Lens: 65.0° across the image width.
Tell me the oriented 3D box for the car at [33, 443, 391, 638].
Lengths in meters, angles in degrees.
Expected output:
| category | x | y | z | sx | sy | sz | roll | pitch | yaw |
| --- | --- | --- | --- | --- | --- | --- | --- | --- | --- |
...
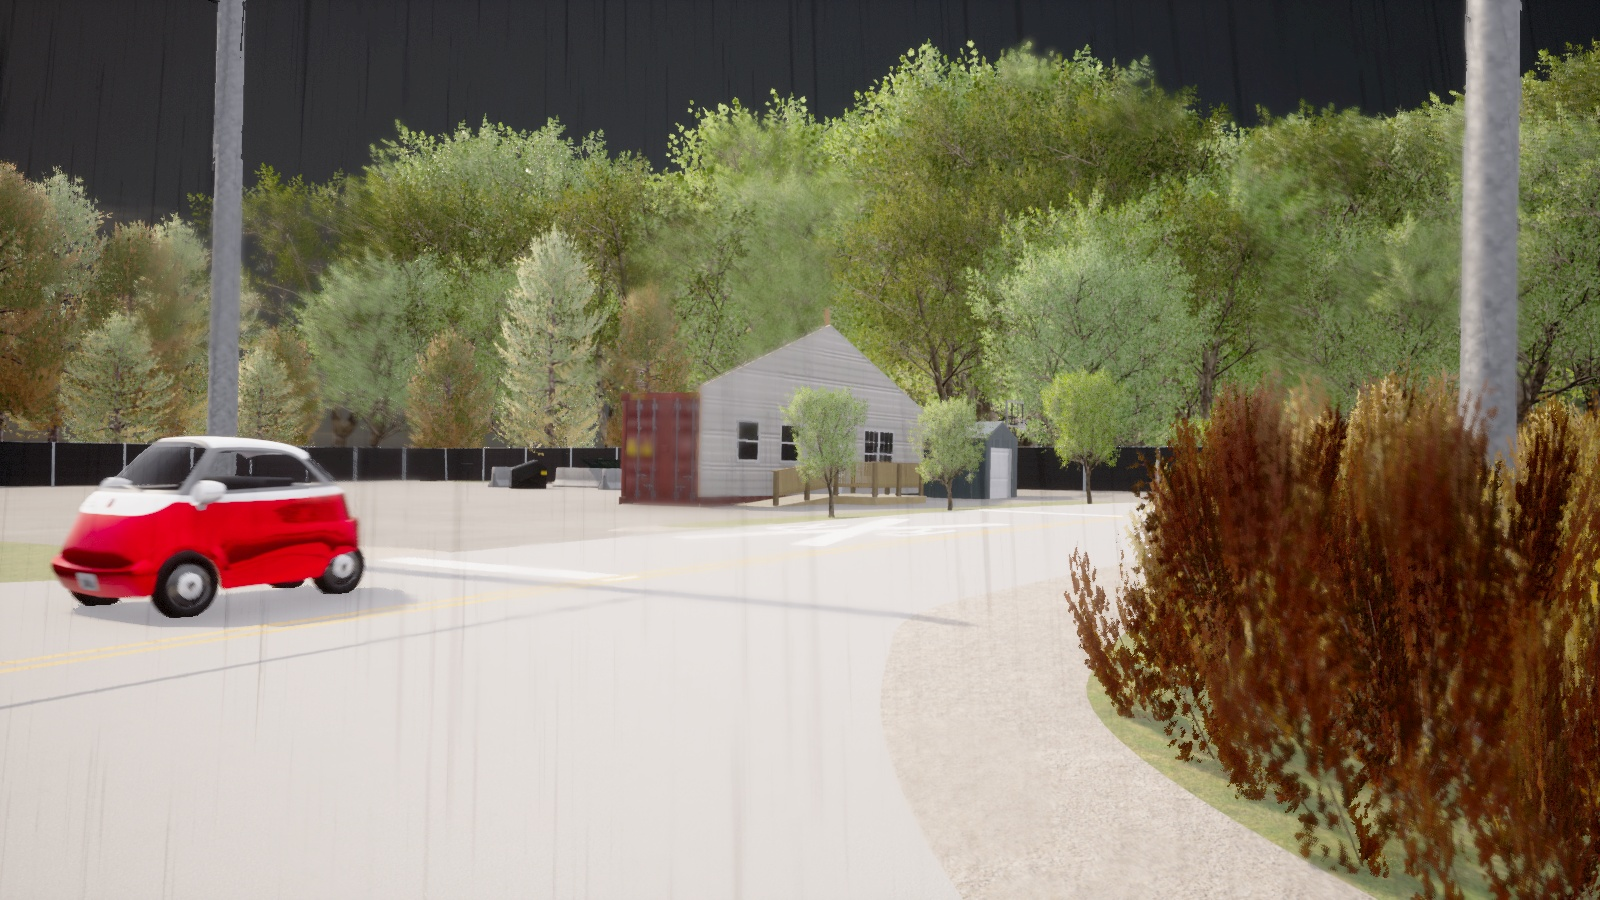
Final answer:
| category | x | y | z | sx | sy | sz | roll | pitch | yaw |
| --- | --- | --- | --- | --- | --- | --- | --- | --- | --- |
| car | -4.774 | 0.653 | 10.359 | 1.481 | 1.376 | 2.207 | -1 | 0 | 33 |
